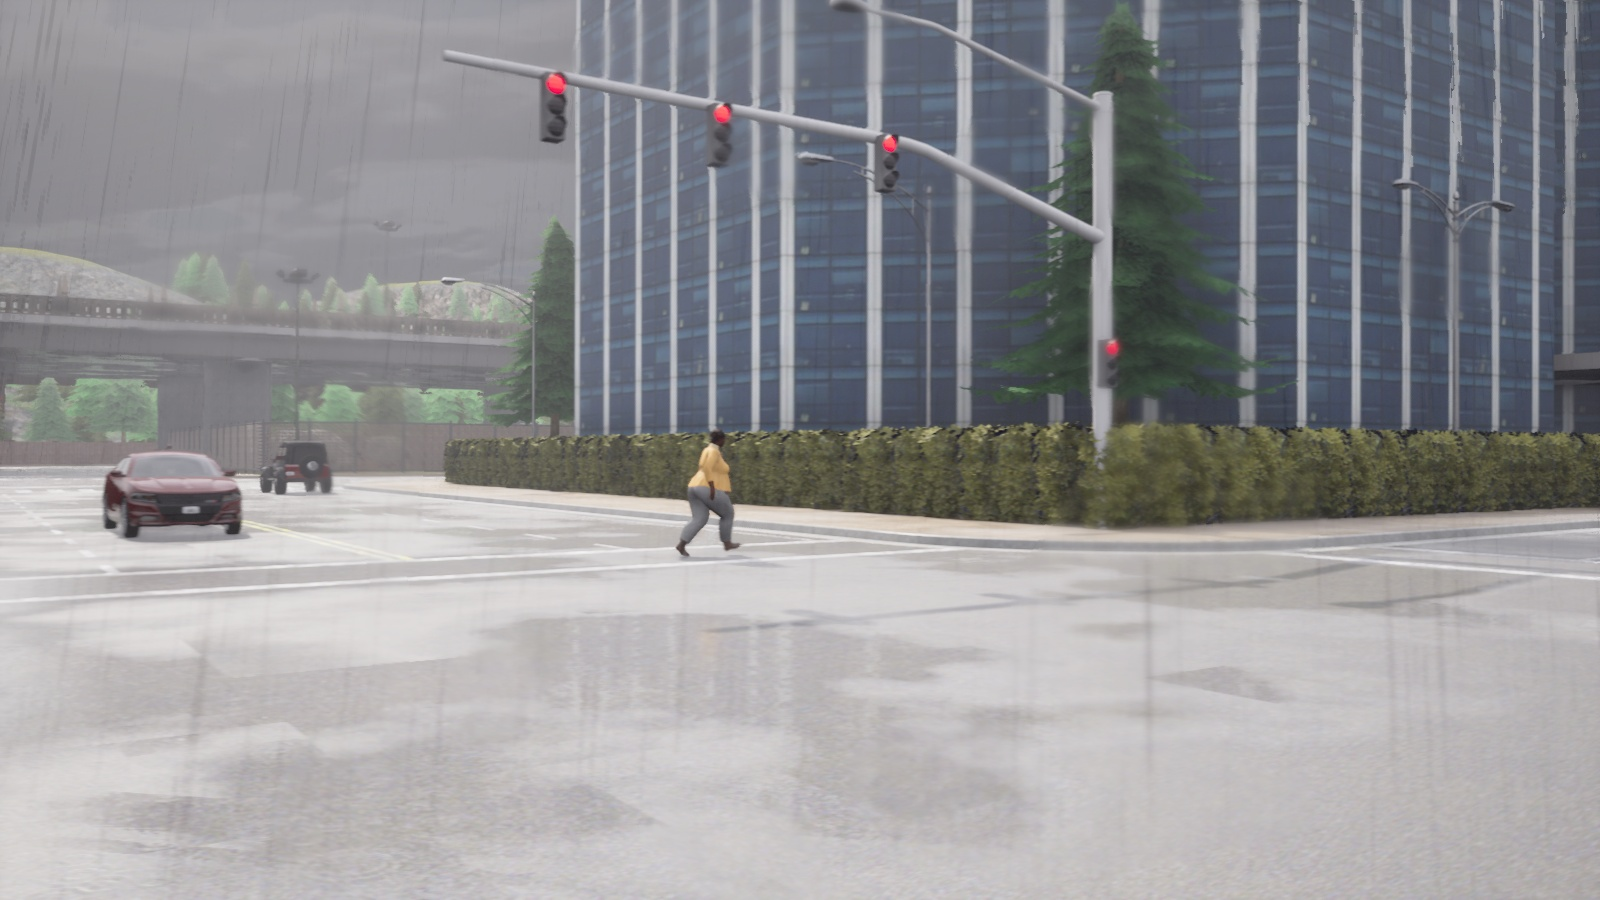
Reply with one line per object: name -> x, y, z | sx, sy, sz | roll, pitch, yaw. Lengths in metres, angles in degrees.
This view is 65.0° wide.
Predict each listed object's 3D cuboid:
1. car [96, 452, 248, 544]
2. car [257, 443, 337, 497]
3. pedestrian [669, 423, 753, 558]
car -> -11.826, 0.805, 23.474 | 1.882, 1.535, 5.008 | 0, 0, -34
car -> -18.112, 0.690, 45.138 | 1.905, 1.878, 3.866 | 0, 0, -34
pedestrian -> -1.273, 0.560, 17.832 | 0.900, 1.855, 0.874 | 0, 0, -29
